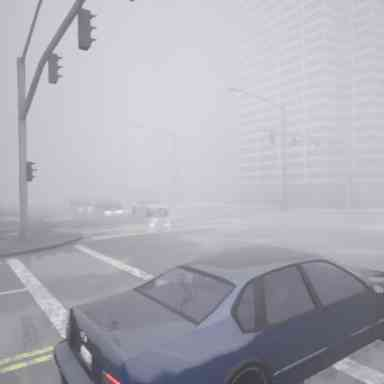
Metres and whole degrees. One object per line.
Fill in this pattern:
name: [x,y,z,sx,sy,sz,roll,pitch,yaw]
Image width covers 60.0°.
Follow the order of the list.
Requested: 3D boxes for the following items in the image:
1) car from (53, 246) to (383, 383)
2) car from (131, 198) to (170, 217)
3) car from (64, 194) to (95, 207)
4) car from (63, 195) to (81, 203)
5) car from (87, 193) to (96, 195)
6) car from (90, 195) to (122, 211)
car: [1.067,1.493,4.520,5.357,1.411,2.033,-1,1,-35]
car: [-3.752,1.306,29.155,1.812,1.442,4.674,-1,1,-35]
car: [-15.400,1.326,45.683,2.033,1.411,5.357,-1,1,-35]
car: [-22.387,1.282,61.985,1.994,1.385,4.181,-1,1,-35]
car: [-19.776,1.015,64.190,2.097,1.767,4.553,-1,1,-35]
car: [-9.444,1.343,37.230,1.994,1.385,4.181,-1,1,-35]
